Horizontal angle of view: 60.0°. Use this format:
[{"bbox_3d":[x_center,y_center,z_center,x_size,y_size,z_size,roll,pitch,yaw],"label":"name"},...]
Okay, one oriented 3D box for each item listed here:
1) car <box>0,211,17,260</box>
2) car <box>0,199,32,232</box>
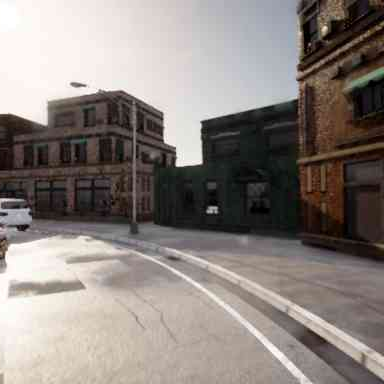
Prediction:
[{"bbox_3d":[-8.179,1.585,12.206,1.882,1.535,5.008,1,-1,-40],"label":"car"},{"bbox_3d":[-12.356,1.454,20.749,5.566,2.045,2.150,-1,-2,32],"label":"car"}]
